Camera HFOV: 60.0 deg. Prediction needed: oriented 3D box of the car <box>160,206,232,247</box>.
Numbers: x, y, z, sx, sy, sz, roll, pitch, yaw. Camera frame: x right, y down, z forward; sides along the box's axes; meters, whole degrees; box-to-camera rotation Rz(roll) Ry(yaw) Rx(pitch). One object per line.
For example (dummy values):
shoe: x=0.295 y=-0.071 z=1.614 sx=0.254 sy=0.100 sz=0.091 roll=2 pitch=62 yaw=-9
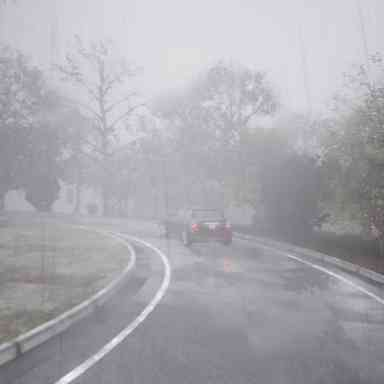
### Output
car: x=0.043 y=1.435 z=15.748 sx=2.097 sy=1.767 sz=4.553 roll=2 pitch=0 yaw=-22
